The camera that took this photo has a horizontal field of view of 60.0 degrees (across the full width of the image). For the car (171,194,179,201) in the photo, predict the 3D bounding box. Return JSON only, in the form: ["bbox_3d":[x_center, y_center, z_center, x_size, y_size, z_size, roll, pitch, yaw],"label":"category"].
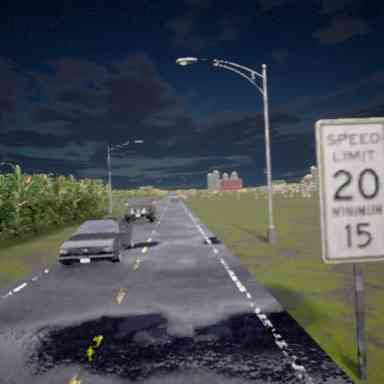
[{"bbox_3d":[-4.464,1.386,86.802,2.097,1.767,4.553,-3,0,-3],"label":"car"}]

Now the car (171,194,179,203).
[{"bbox_3d":[-3.901,1.678,76.427,2.128,1.511,4.902,-3,0,-3],"label":"car"}]

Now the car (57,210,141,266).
[{"bbox_3d":[-3.387,1.706,12.754,2.033,1.411,5.357,-3,0,-3],"label":"car"}]

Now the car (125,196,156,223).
[{"bbox_3d":[-4.167,1.419,27.558,2.150,2.045,5.566,-3,0,-3],"label":"car"}]
